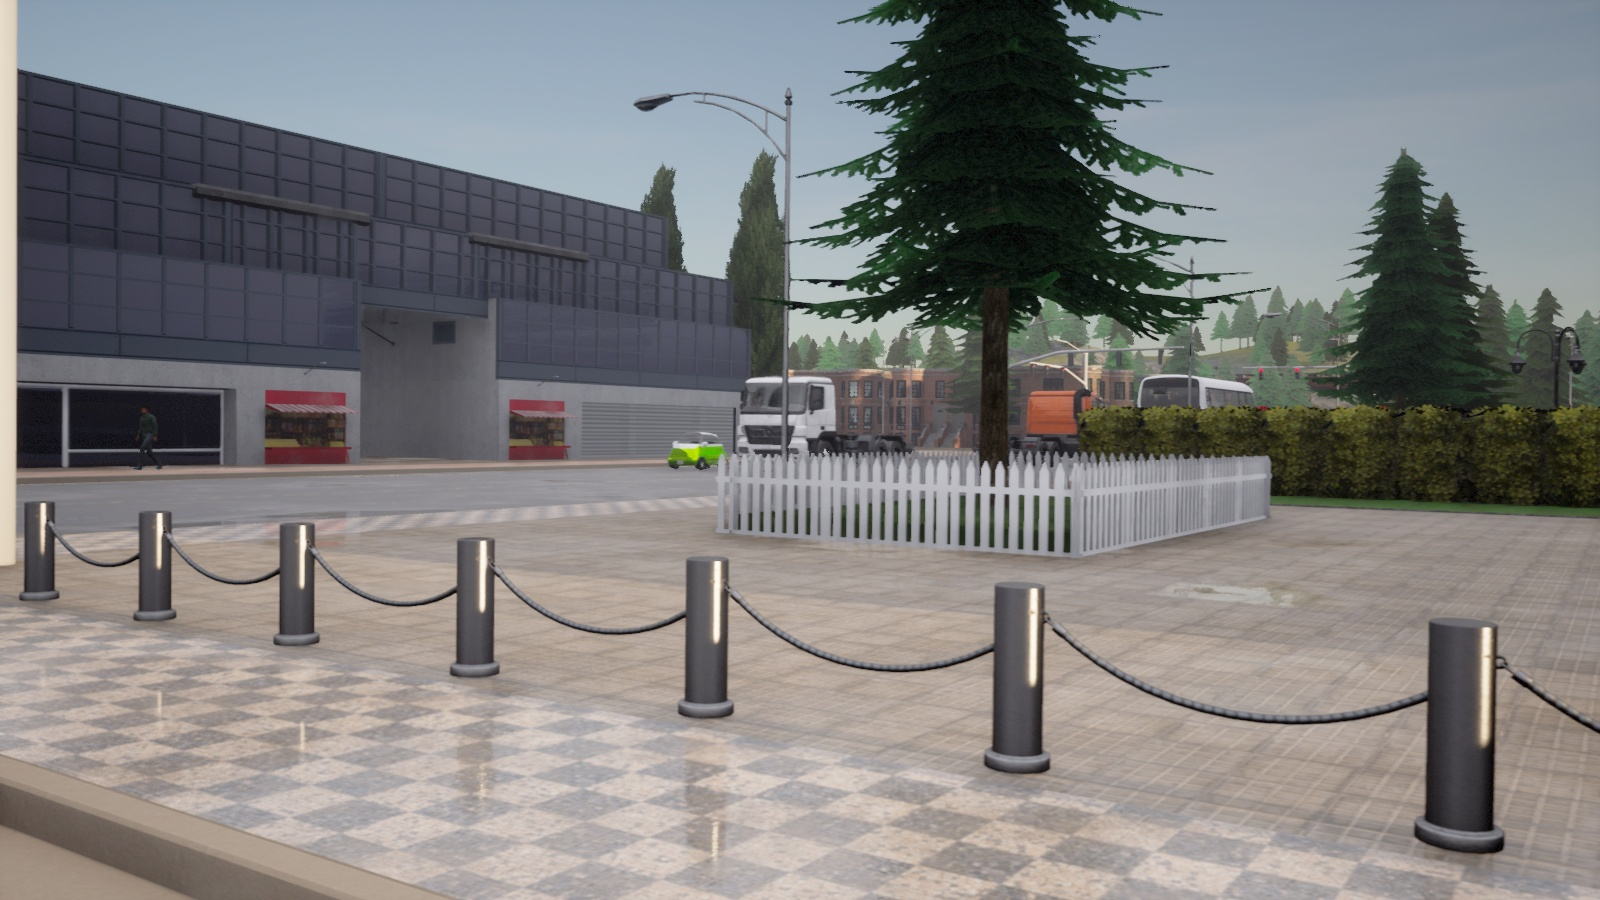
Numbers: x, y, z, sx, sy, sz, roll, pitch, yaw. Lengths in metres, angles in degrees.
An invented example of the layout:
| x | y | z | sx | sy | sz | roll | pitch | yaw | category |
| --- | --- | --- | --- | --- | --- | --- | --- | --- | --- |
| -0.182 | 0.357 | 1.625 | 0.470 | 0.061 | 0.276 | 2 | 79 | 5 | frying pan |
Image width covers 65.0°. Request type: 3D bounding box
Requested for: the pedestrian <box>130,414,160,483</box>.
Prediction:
| x | y | z | sx | sy | sz | roll | pitch | yaw | category |
| --- | --- | --- | --- | --- | --- | --- | --- | --- | --- |
| -17.802 | -0.044 | 34.118 | 0.353 | 1.847 | 0.614 | 0 | 1 | 32 | pedestrian |

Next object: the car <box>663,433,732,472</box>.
| x | y | z | sx | sy | sz | roll | pitch | yaw | category |
| --- | --- | --- | --- | --- | --- | --- | --- | --- | --- |
| -3.716 | 0.088 | 45.689 | 1.481 | 1.376 | 2.207 | 0 | 1 | 34 | car |

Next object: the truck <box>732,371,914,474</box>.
| x | y | z | sx | sy | sz | roll | pitch | yaw | category |
| --- | --- | --- | --- | --- | --- | --- | --- | --- | --- |
| 1.030 | -0.989 | 46.484 | 2.891 | 3.462 | 7.936 | 0 | 1 | 34 | truck |

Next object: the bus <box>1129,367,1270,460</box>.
| x | y | z | sx | sy | sz | roll | pitch | yaw | category |
| --- | --- | --- | --- | --- | --- | --- | --- | --- | --- |
| 19.971 | -1.743 | 62.228 | 3.944 | 4.253 | 10.273 | 0 | 1 | 34 | bus |

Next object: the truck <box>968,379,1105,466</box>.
| x | y | z | sx | sy | sz | roll | pitch | yaw | category |
| --- | --- | --- | --- | --- | --- | --- | --- | --- | --- |
| 10.317 | -1.164 | 54.086 | 2.891 | 3.462 | 7.936 | 0 | 1 | 34 | truck |
